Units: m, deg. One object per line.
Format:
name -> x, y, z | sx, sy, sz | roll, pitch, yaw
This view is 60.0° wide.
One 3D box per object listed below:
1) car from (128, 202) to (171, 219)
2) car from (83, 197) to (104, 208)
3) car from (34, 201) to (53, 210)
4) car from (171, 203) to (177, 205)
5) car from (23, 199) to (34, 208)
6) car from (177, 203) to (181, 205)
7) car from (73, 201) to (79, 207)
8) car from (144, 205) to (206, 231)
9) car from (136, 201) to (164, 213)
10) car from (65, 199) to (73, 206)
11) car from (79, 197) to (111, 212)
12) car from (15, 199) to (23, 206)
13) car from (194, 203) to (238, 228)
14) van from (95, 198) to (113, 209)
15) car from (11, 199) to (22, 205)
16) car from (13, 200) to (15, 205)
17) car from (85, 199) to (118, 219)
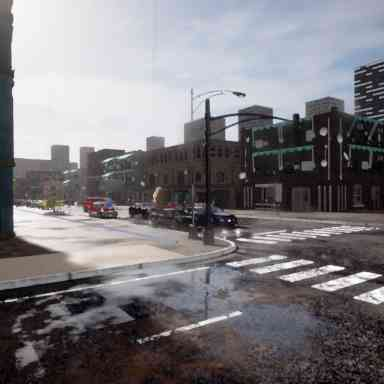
car -> -4.522, 1.821, 32.367 | 2.128, 1.511, 4.902 | -1, 0, -35
car -> -18.414, 1.941, 61.943 | 2.192, 1.841, 5.009 | -1, 0, -35
car -> -25.145, 2.233, 56.956 | 1.752, 1.417, 4.829 | -1, 0, -35
car -> -2.398, 1.904, 39.369 | 1.802, 1.307, 4.206 | -2, 0, -35
car -> -31.647, 2.377, 66.125 | 2.008, 1.369, 4.403 | -1, 0, -35
car -> 0.803, 1.810, 34.854 | 2.008, 1.369, 4.403 | -2, 0, -35
car -> -21.610, 2.228, 66.458 | 1.887, 1.381, 4.507 | -1, 0, -35
car -> -1.305, 1.815, 23.130 | 1.947, 1.339, 4.313 | -1, 0, -35
car -> -5.599, 1.966, 43.884 | 1.802, 1.307, 4.206 | -2, 0, -35
car -> -28.014, 2.365, 75.489 | 1.947, 1.339, 4.313 | -1, 0, -35
car -> -12.497, 1.707, 43.641 | 2.150, 2.045, 5.566 | -1, 0, -35
car -> -38.053, 2.381, 75.154 | 1.967, 1.590, 4.097 | -1, 0, -35
car -> 1.366, 1.777, 24.066 | 1.994, 1.385, 4.181 | -1, 0, -35
van -> -15.211, 1.908, 57.428 | 1.690, 1.788, 3.998 | -1, 0, -35
car -> -44.454, 2.599, 84.184 | 1.887, 1.381, 4.507 | -1, 0, -35
car -> -41.252, 2.548, 79.670 | 2.008, 1.369, 4.403 | -1, 0, -35
car -> -9.236, 1.847, 34.519 | 1.967, 1.590, 4.097 | -1, 0, -35
